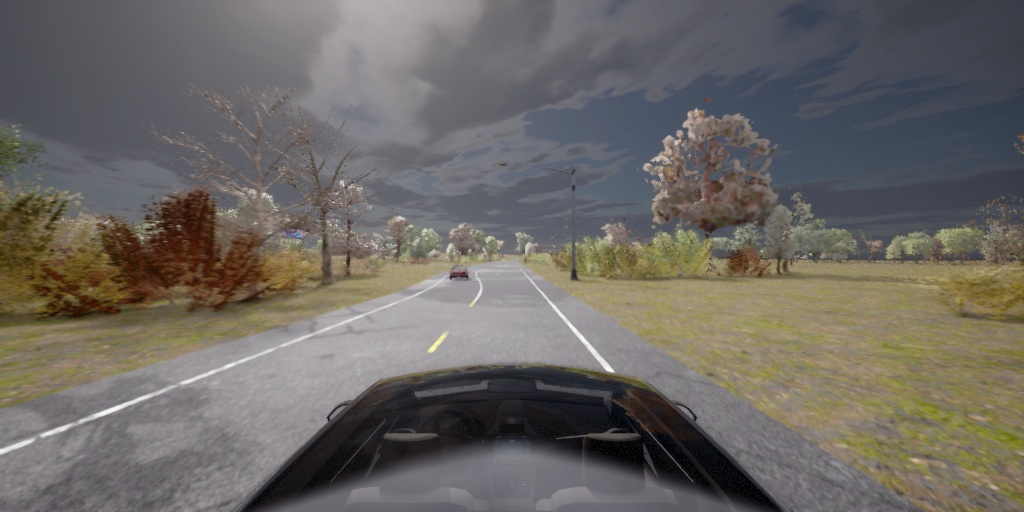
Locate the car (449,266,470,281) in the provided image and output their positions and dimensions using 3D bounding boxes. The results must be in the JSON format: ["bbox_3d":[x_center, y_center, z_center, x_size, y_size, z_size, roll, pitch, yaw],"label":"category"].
[{"bbox_3d":[-5.025,1.623,34.484,1.895,1.301,4.718,0,0,-7],"label":"car"}]
